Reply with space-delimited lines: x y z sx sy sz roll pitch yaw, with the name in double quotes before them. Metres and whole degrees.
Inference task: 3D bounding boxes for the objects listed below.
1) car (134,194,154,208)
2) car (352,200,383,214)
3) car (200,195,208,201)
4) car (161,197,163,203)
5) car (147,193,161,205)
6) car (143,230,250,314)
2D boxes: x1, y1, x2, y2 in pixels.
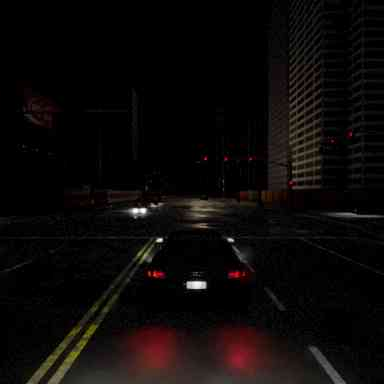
"car" -7.214 1.491 48.086 2.128 1.511 4.902 0 0 0
"car" 19.626 1.547 34.492 5.357 1.411 2.033 0 0 0
"car" 3.268 1.525 87.544 2.128 1.511 4.902 0 0 0
"car" -7.182 1.503 69.037 1.837 1.490 4.892 0 0 0
"car" -7.229 1.218 58.230 2.150 2.045 5.566 0 0 0
"car" 0.076 1.564 7.706 1.994 1.385 4.181 0 0 0
